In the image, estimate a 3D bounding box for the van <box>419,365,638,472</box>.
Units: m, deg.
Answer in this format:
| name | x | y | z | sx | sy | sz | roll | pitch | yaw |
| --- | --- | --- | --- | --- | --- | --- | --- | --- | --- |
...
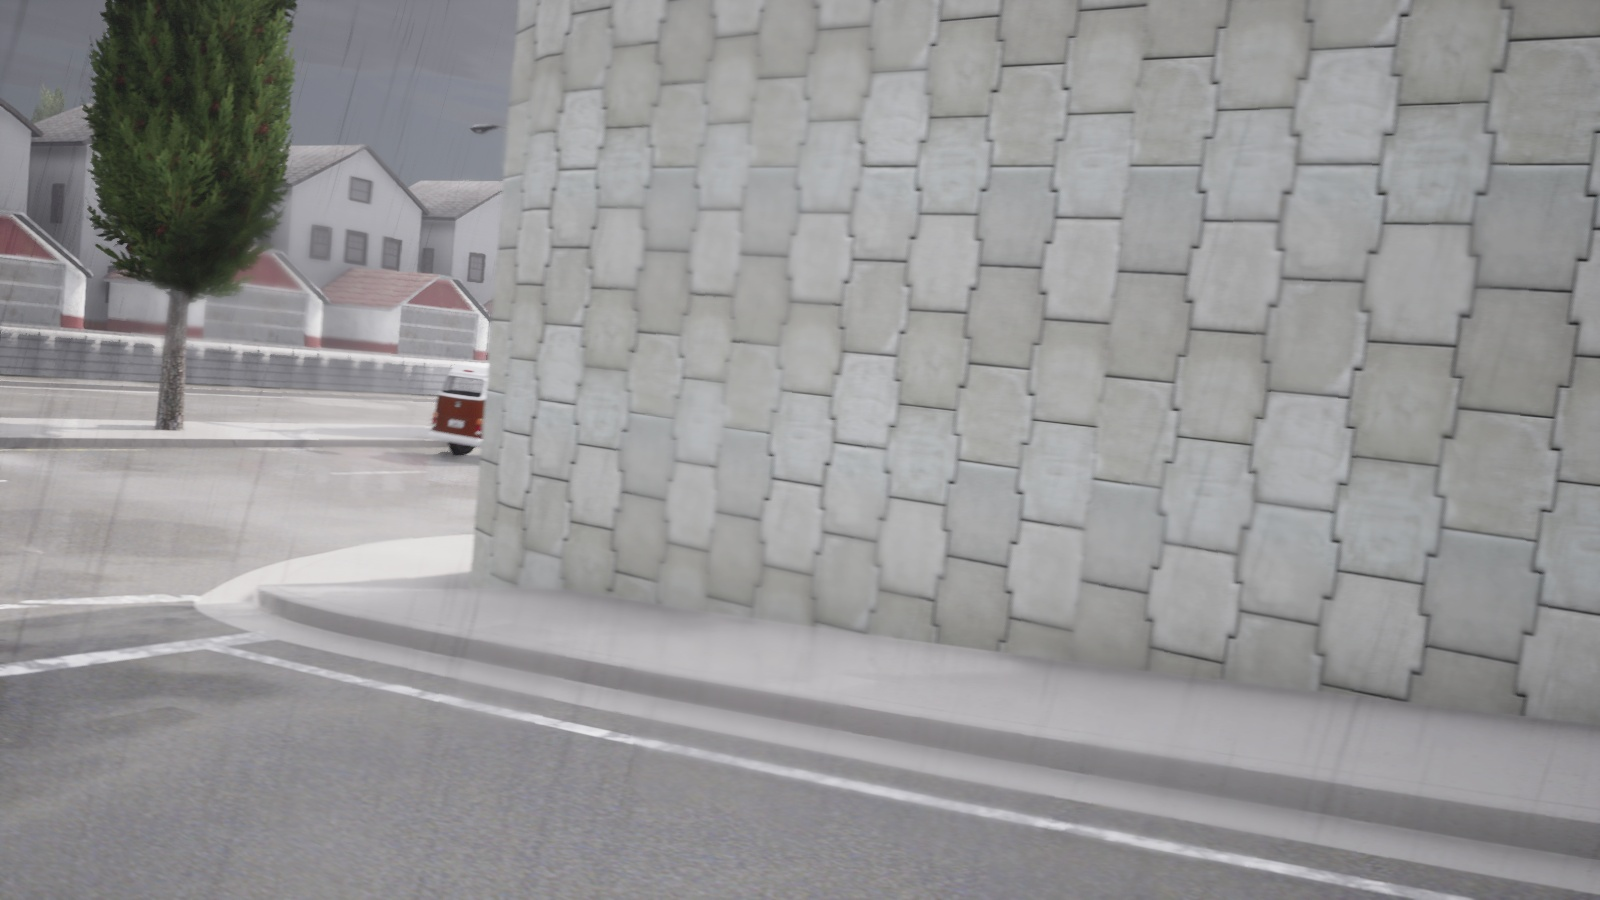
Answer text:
| name | x | y | z | sx | sy | sz | roll | pitch | yaw |
| --- | --- | --- | --- | --- | --- | --- | --- | --- | --- |
| van | -5.909 | -0.696 | 27.850 | 2.069 | 2.038 | 4.480 | 7 | 4 | 32 |
